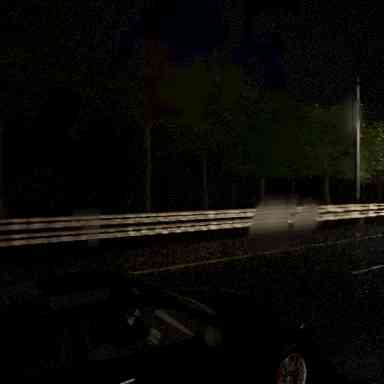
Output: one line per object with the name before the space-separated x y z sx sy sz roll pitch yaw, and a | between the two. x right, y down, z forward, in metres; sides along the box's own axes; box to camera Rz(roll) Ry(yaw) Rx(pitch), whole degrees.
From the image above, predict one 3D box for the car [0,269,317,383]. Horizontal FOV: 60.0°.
car | -0.782 1.525 3.189 4.674 1.442 1.812 0 0 -35
